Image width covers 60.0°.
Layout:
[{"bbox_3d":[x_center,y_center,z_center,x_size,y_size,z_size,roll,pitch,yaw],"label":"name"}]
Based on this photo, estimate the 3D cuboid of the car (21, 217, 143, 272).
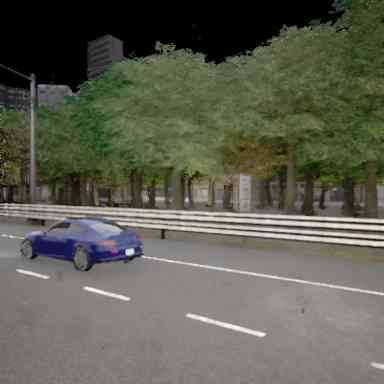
[{"bbox_3d":[-3.633,1.535,10.752,4.674,1.442,1.812,0,0,35],"label":"car"}]
